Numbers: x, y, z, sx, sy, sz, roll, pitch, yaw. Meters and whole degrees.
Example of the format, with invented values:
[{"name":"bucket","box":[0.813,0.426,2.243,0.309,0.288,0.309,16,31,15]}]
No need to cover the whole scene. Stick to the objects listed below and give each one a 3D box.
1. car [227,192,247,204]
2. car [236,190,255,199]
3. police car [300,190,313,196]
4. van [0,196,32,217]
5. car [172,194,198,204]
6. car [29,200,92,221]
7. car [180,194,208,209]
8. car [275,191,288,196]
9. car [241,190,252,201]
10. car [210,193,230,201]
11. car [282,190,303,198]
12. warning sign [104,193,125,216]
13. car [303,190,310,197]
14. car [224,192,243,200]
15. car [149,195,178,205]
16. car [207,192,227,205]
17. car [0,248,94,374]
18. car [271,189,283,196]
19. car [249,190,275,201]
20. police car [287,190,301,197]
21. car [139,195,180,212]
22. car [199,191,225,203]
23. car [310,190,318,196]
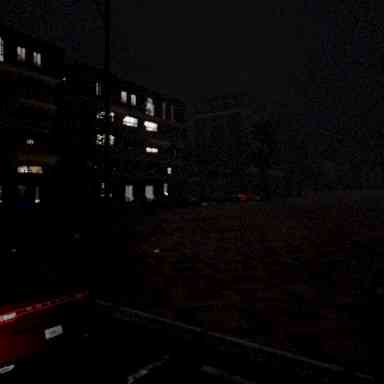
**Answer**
[{"name":"car","box":[5.885,1.053,48.900,2.008,1.369,4.403,1,2,35]},{"name":"car","box":[11.647,0.470,71.989,2.192,1.841,5.009,1,2,35]},{"name":"police car","box":[30.024,0.236,87.153,1.930,1.638,5.238,0,1,34]},{"name":"van","box":[-16.830,1.271,30.743,1.690,1.788,3.998,1,2,35]},{"name":"car","box":[-1.011,1.047,53.662,2.008,1.369,4.403,1,2,35]},{"name":"car","box":[-9.935,1.502,25.987,1.947,1.339,4.313,1,2,35]},{"name":"car","box":[-0.443,1.226,39.734,2.008,1.369,4.403,1,2,35]},{"name":"car","box":[24.300,0.360,90.325,1.887,1.381,4.507,1,2,35]},{"name":"car","box":[9.778,0.687,59.293,2.097,1.767,4.553,0,1,35]},{"name":"car","box":[5.317,0.891,62.828,1.947,1.339,4.313,1,2,35]},{"name":"car","box":[21.705,0.627,71.815,2.008,1.369,4.403,1,1,35]},{"name":"warning sign","box":[-6.323,1.007,27.079,1.300,1.860,1.060,-1,-1,35]},{"name":"car","box":[24.868,0.542,76.397,2.008,1.369,4.403,1,1,35]},{"name":"car","box":[8.384,0.768,67.270,1.752,1.417,4.829,1,2,35]},{"name":"car","box":[-4.175,1.148,49.079,1.947,1.339,4.313,1,2,35]},{"name":"car","box":[2.808,1.002,49.158,1.882,1.535,5.008,0,1,35]},{"name":"car","box":[-3.505,1.588,5.358,4.507,1.381,1.887,-1,0,35]},{"name":"car","box":[21.137,0.215,85.737,2.192,1.841,5.009,1,2,35]},{"name":"car","box":[12.310,0.854,58.206,1.752,1.417,4.829,1,1,35]},{"name":"police car","box":[24.220,0.387,79.008,1.930,1.638,5.238,0,1,32]},{"name":"car","box":[-3.608,1.306,35.151,1.887,1.381,4.507,1,2,35]},{"name":"car","box":[3.381,0.790,55.340,2.097,1.767,4.553,0,1,35]},{"name":"car","box":[31.196,0.262,85.561,1.967,1.590,4.097,1,1,35]}]
